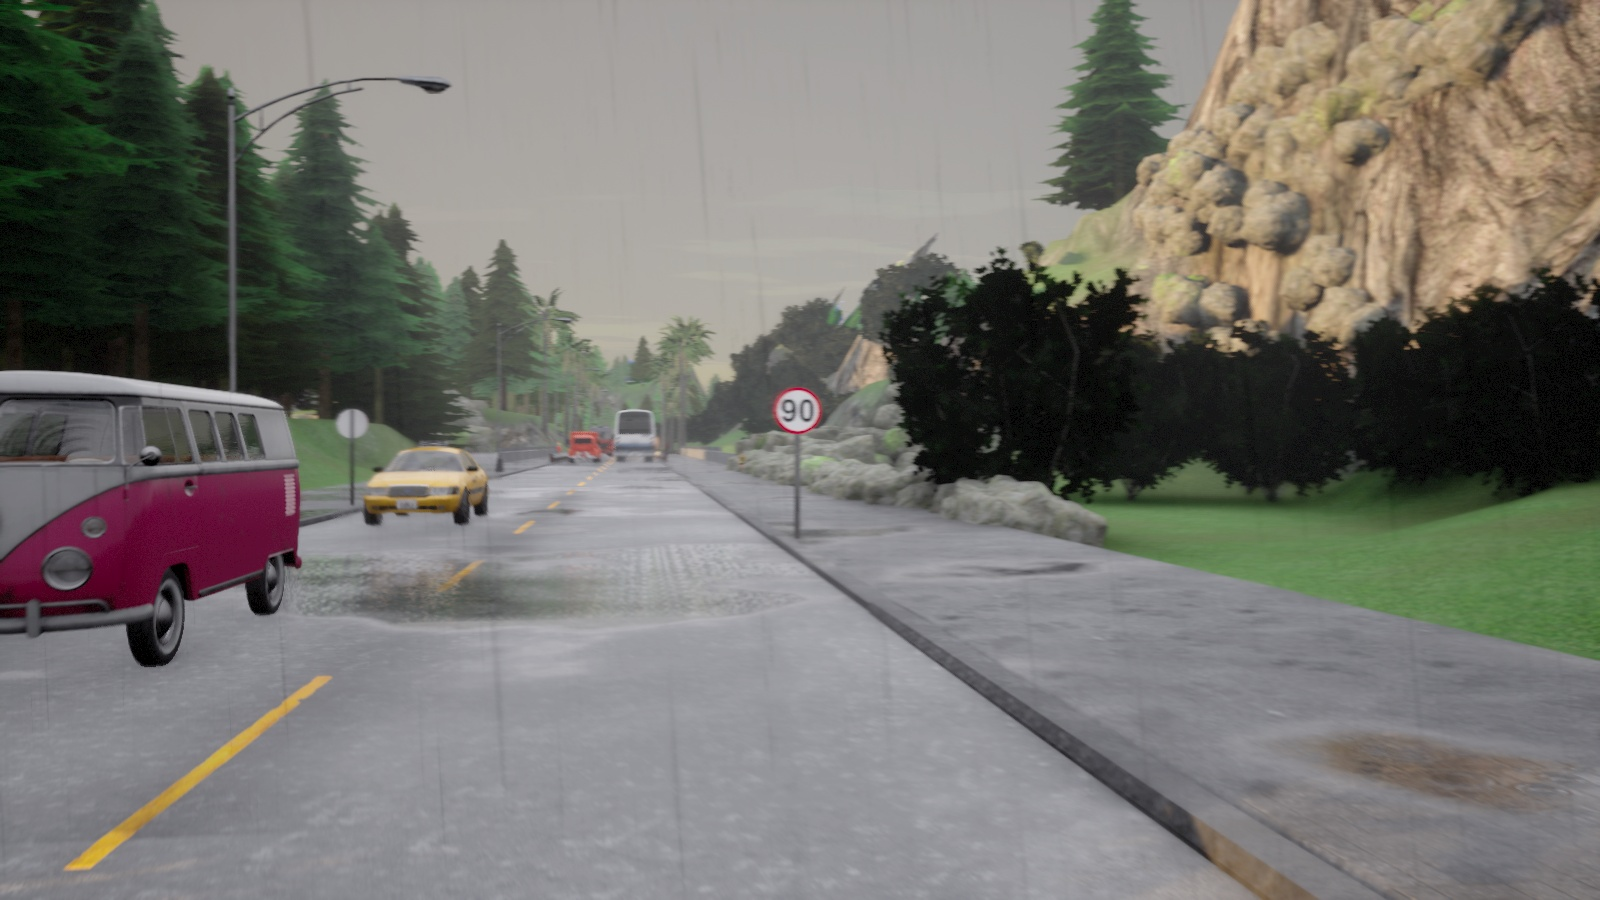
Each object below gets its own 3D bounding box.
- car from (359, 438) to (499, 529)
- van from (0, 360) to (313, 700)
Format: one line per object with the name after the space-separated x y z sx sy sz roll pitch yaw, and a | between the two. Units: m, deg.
-7.116 0.564 24.640 1.801 1.575 5.366 0 0 -7 | car
-5.187 0.454 9.517 1.775 1.987 4.442 0 0 -7 | van
